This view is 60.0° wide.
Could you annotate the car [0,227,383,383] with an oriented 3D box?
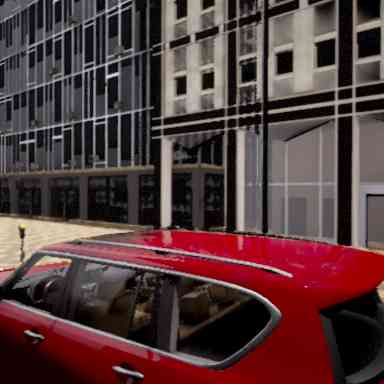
[{"bbox_3d":[-0.590,1.301,3.294,5.009,1.841,2.192,0,0,35],"label":"car"}]
